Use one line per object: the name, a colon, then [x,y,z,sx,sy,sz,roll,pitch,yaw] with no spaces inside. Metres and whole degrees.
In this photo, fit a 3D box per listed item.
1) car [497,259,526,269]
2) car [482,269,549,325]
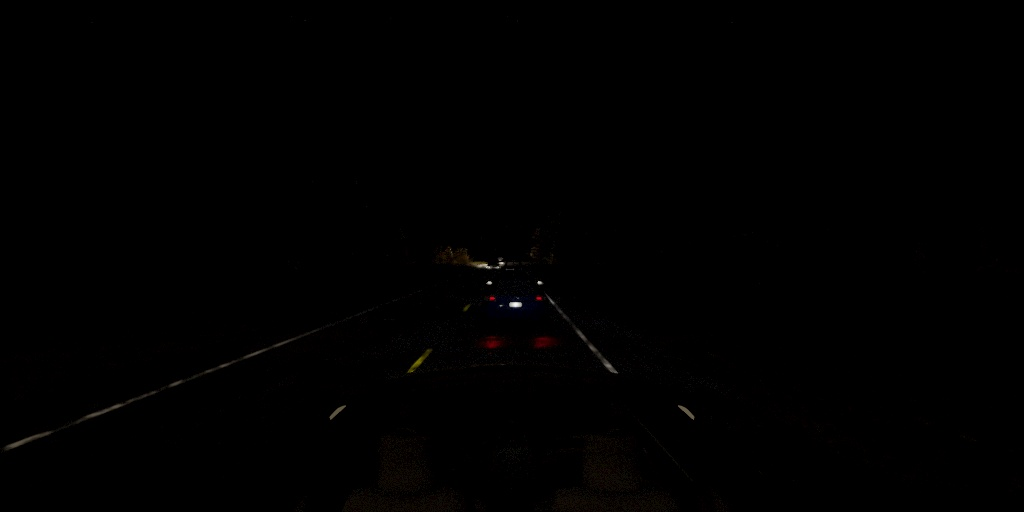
car: [0.104,1.235,29.633,2.128,1.511,4.902,0,0,0]
car: [0.101,1.312,11.879,1.994,1.385,4.181,0,0,0]
